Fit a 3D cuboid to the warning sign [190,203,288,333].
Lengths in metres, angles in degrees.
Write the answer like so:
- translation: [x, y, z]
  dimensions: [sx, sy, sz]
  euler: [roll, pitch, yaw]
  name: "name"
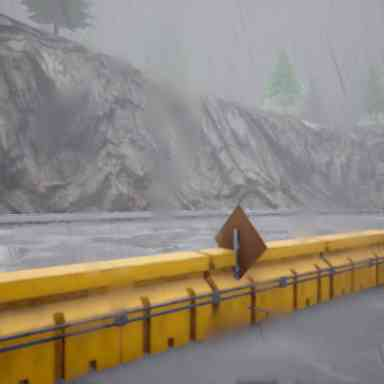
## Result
- translation: [0.772, 1.149, 5.729]
  dimensions: [1.060, 1.860, 1.300]
  euler: [1, 0, -35]
  name: "warning sign"
